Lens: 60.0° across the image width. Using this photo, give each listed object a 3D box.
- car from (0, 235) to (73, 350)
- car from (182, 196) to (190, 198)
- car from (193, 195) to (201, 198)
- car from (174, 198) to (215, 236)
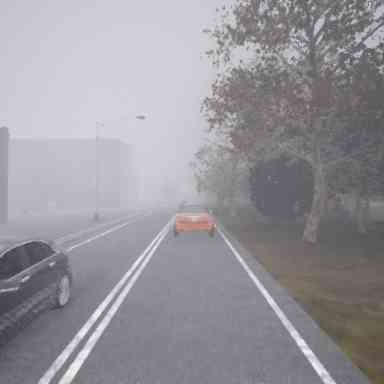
[{"bbox_3d":[-3.350,1.505,4.999,1.837,1.490,4.892,0,0,0],"label":"car"},{"bbox_3d":[-1.706,1.800,92.197,2.128,1.511,4.902,0,0,2],"label":"car"},{"bbox_3d":[1.415,1.539,88.089,2.097,1.767,4.553,0,0,2],"label":"car"},{"bbox_3d":[0.108,1.413,18.768,2.097,1.767,4.553,0,0,0],"label":"car"}]
